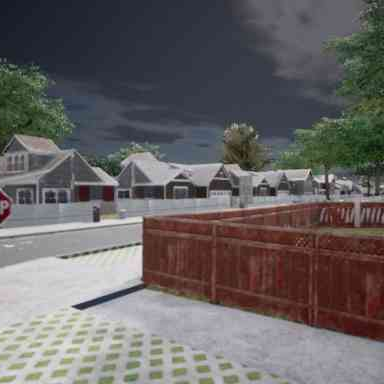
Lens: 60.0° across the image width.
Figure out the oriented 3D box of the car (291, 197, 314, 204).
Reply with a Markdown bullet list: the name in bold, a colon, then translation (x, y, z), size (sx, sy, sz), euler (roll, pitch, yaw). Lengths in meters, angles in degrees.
- **car**: translation (15.347, 1.447, 45.938), size (2.033, 1.411, 5.357), euler (0, 0, 36)
